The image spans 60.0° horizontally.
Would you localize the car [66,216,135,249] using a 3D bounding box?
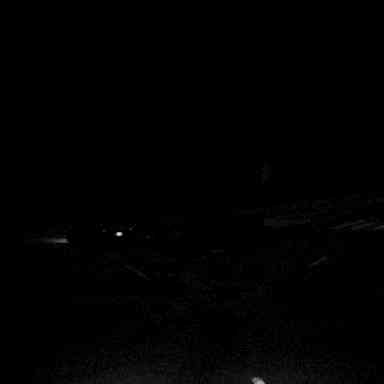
[{"bbox_3d":[-4.520,1.874,16.188,1.994,1.385,4.181,1,-2,-41],"label":"car"}]
